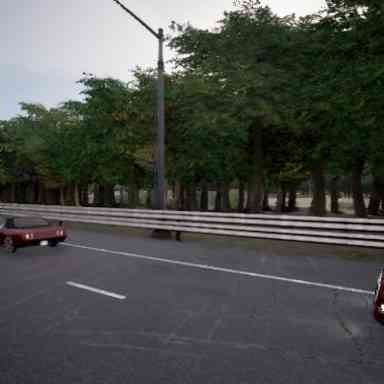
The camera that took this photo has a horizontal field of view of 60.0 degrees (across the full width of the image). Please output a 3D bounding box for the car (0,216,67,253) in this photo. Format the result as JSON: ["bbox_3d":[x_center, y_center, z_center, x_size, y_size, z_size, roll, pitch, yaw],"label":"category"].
[{"bbox_3d":[-7.333,1.641,13.897,4.718,1.301,1.895,0,0,38],"label":"car"}]

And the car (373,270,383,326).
[{"bbox_3d":[5.144,1.353,4.676,4.553,1.767,2.097,0,0,35],"label":"car"}]
